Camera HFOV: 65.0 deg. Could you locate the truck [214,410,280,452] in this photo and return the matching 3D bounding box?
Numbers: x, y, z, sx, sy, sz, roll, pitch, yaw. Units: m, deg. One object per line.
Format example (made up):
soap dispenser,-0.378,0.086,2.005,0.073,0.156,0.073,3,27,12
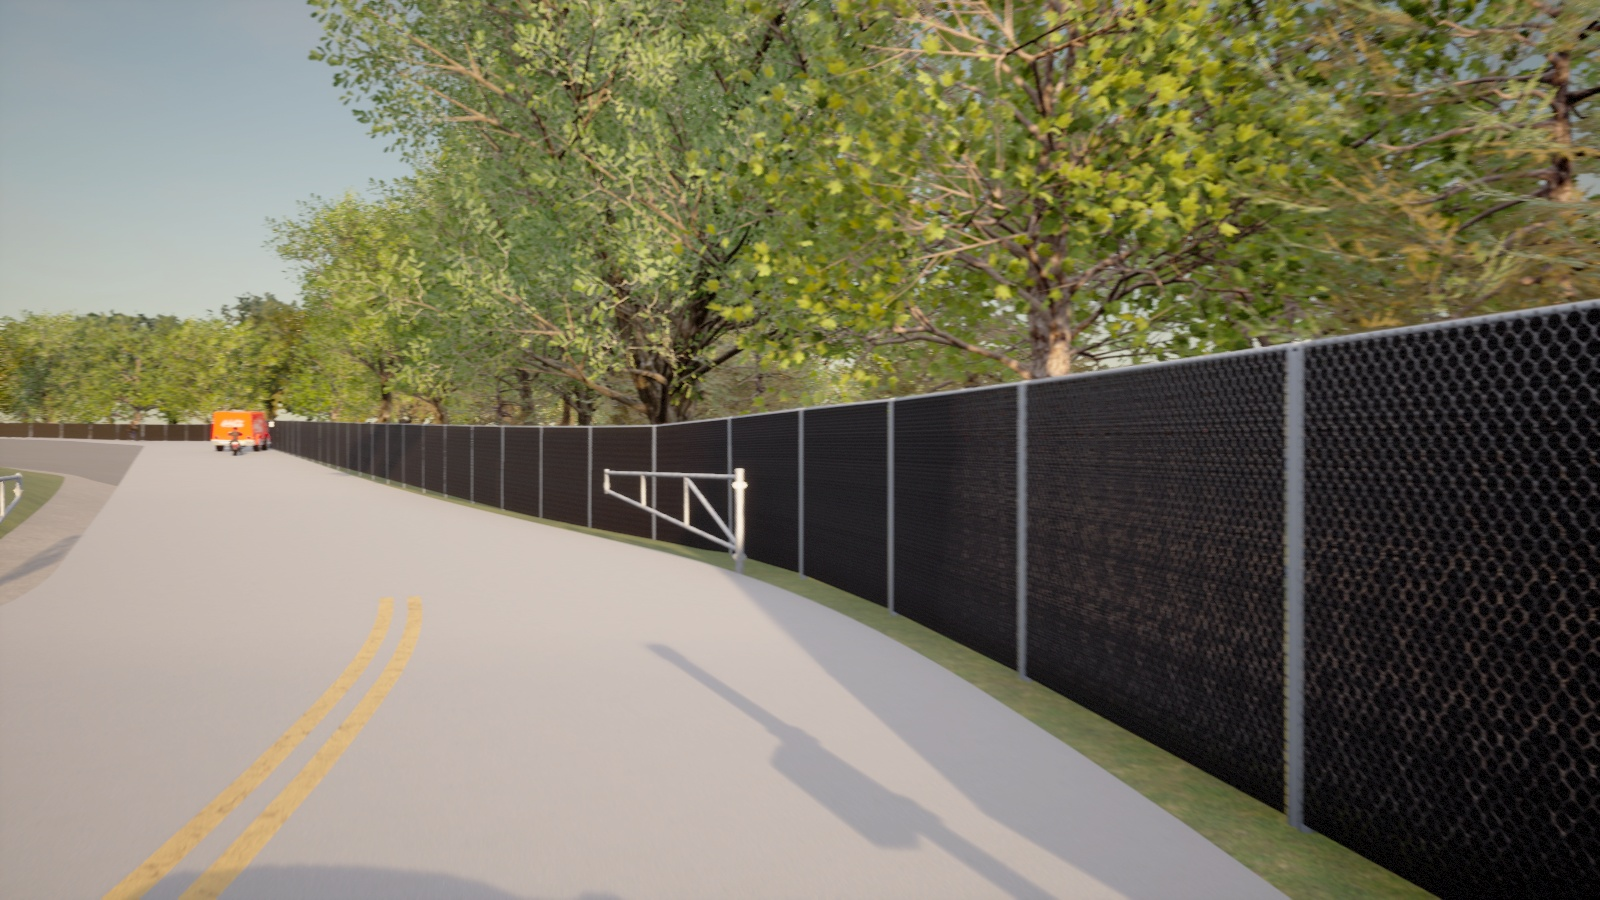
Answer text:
truck,-34.273,-1.222,77.995,2.627,2.467,5.204,1,1,-10
